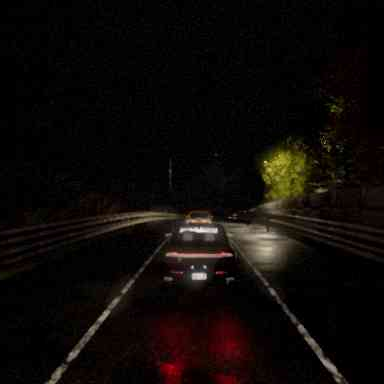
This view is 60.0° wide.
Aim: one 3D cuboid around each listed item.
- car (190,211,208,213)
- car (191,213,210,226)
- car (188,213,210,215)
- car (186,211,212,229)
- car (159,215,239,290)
[{"bbox_3d":[0.492,2.079,23.316,1.882,1.535,5.008,0,-3,1],"label":"car"},{"bbox_3d":[0.983,2.918,35.611,1.895,1.301,4.718,0,-4,2],"label":"car"},{"bbox_3d":[0.358,1.956,17.327,1.895,1.301,4.718,0,-2,1],"label":"car"},{"bbox_3d":[0.671,2.423,29.594,2.128,1.511,4.902,0,-3,2],"label":"car"},{"bbox_3d":[0.198,1.624,9.462,2.128,1.511,4.902,0,-1,1],"label":"car"}]
